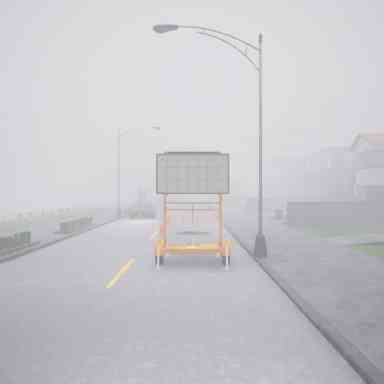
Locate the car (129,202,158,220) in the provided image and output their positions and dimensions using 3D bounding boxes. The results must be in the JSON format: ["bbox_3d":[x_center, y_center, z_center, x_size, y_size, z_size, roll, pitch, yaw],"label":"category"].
[{"bbox_3d":[-4.042,1.564,28.161,1.994,1.385,4.181,0,0,0],"label":"car"}]

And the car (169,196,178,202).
[{"bbox_3d":[-3.850,1.547,70.752,2.033,1.411,5.357,0,0,0],"label":"car"}]

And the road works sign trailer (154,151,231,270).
[{"bbox_3d":[0.022,0.464,11.029,2.380,3.560,2.880,0,0,0],"label":"road works sign trailer"}]
